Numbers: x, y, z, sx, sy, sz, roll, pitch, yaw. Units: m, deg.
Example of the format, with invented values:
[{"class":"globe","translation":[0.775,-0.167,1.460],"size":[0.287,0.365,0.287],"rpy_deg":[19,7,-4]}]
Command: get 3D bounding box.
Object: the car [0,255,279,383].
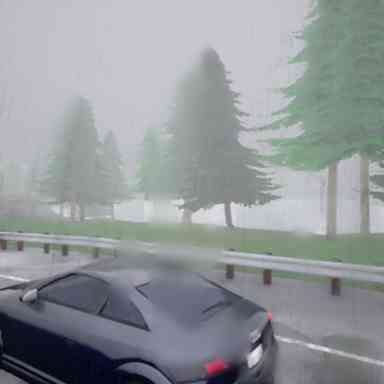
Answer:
[{"class":"car","translation":[-1.064,1.569,4.324],"size":[4.181,1.385,1.994],"rpy_deg":[0,0,33]}]
